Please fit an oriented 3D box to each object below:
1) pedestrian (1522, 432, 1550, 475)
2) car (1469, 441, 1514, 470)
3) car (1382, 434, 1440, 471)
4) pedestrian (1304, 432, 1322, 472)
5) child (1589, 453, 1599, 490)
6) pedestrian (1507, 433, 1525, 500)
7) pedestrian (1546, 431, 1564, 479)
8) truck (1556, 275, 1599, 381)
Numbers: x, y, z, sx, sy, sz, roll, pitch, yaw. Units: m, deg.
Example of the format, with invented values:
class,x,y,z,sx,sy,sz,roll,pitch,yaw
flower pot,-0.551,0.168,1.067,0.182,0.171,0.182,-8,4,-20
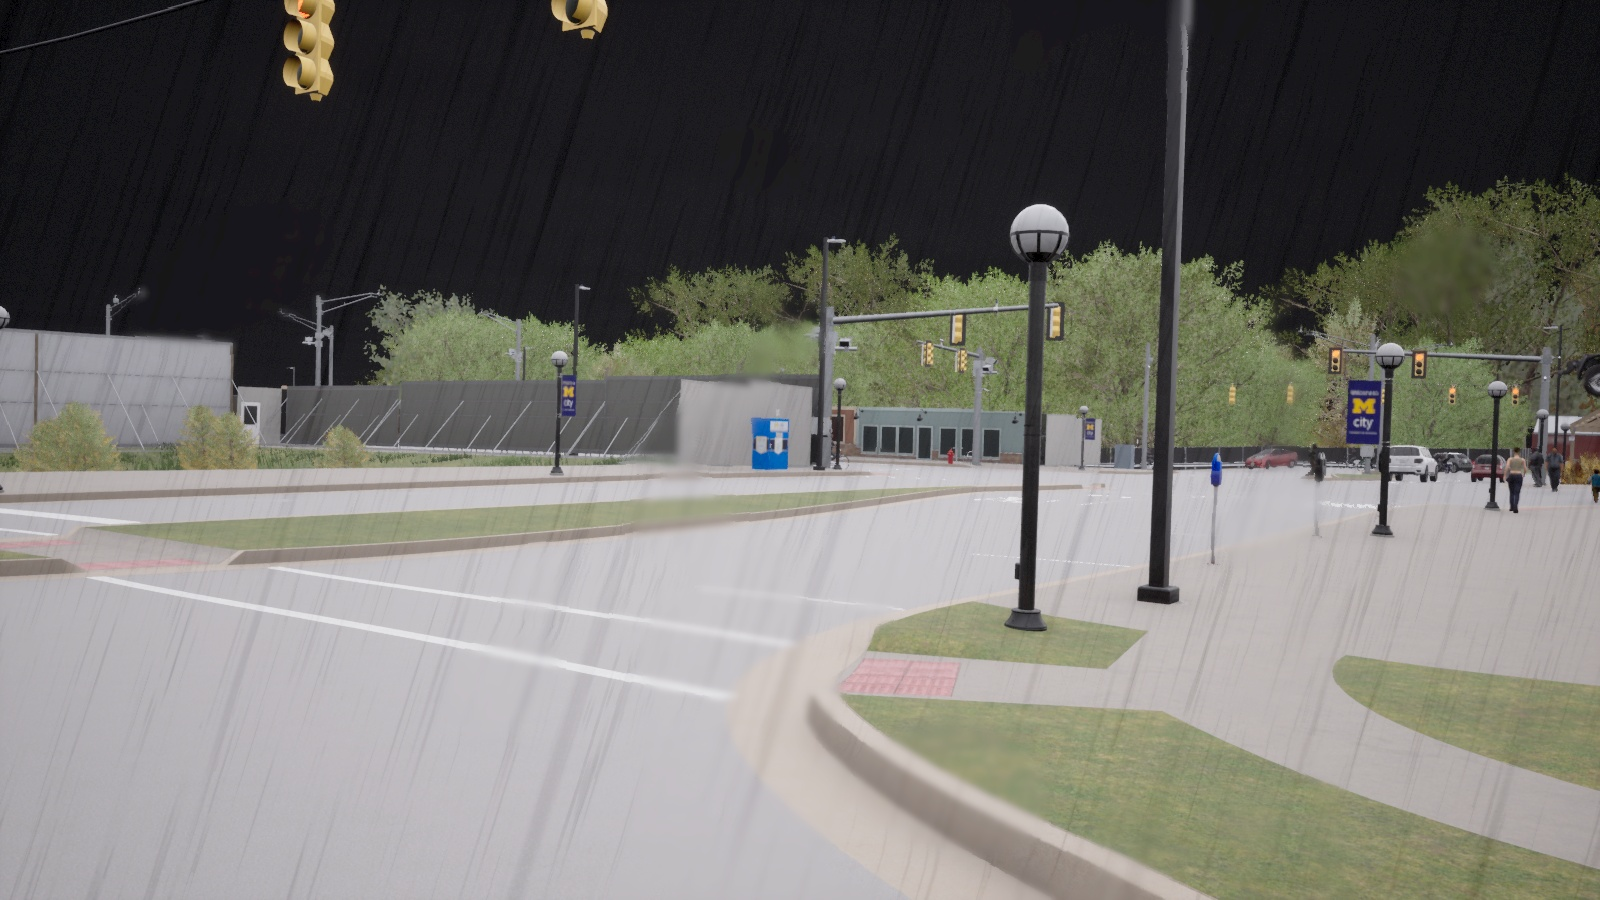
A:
class,x,y,z,sx,sy,sz,roll,pitch,yaw
pedestrian,32.850,0.163,56.070,0.563,1.883,0.849,0,2,-29
car,40.739,0.294,73.916,1.851,1.617,3.988,0,1,36
car,35.006,0.158,71.877,2.150,2.045,5.566,0,0,35
pedestrian,25.233,0.093,61.795,0.692,1.930,0.395,2,2,41
child,26.201,0.704,41.304,0.343,1.192,0.448,1,2,23
pedestrian,19.873,0.452,34.868,0.345,1.836,0.594,2,2,35
pedestrian,29.438,0.198,48.955,0.540,1.848,0.694,2,2,31
truck,30.153,-4.363,42.217,7.936,3.462,2.891,-3,2,32
